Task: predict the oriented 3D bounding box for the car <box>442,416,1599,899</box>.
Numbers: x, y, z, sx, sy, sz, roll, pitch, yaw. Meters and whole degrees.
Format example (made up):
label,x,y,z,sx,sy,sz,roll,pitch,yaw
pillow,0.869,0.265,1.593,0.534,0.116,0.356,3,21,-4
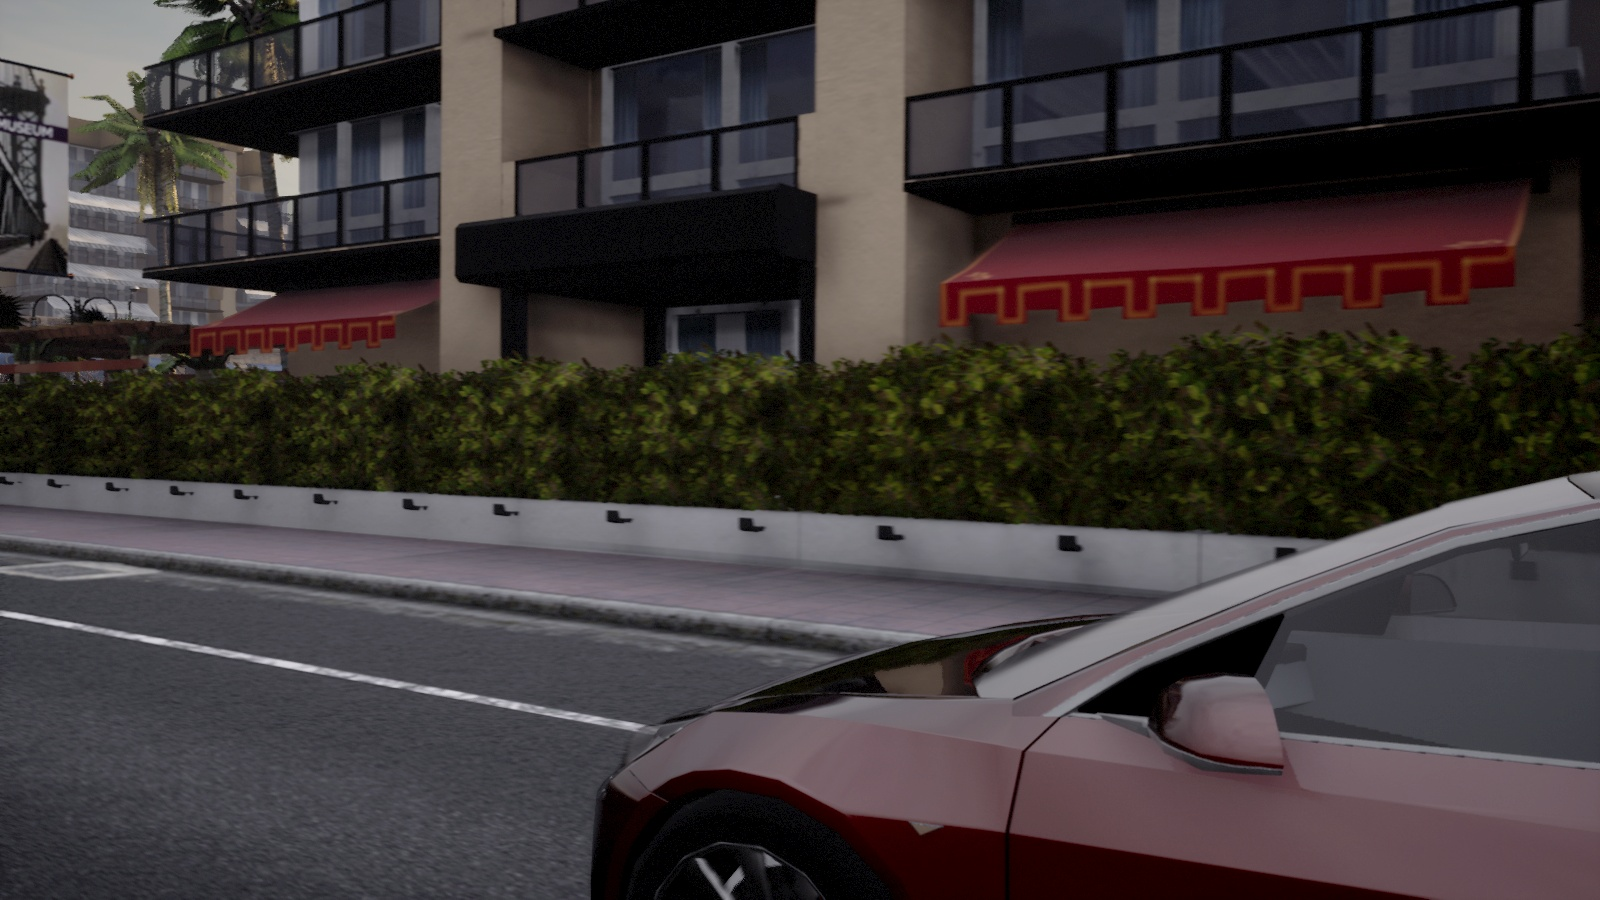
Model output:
label,x,y,z,sx,sy,sz,roll,pitch,yaw
car,1.789,0.682,2.435,4.792,1.488,2.163,0,1,34
